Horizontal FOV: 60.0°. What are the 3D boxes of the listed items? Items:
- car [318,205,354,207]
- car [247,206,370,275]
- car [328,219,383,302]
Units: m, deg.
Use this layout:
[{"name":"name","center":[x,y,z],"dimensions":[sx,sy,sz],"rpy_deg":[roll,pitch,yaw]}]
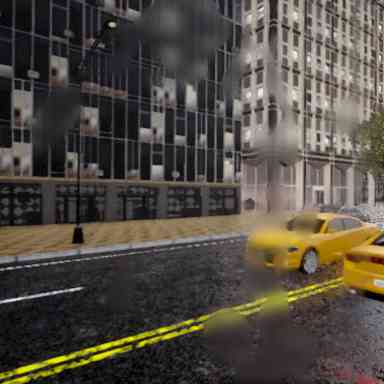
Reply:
[{"name":"car","center":[7.023,1.397,16.681],"dimensions":[4.902,1.511,2.128],"rpy_deg":[0,0,-35]},{"name":"car","center":[3.919,1.421,10.476],"dimensions":[5.008,1.535,1.882],"rpy_deg":[0,0,-36]},{"name":"car","center":[5.309,1.426,7.213],"dimensions":[5.008,1.535,1.882],"rpy_deg":[0,0,-35]}]
